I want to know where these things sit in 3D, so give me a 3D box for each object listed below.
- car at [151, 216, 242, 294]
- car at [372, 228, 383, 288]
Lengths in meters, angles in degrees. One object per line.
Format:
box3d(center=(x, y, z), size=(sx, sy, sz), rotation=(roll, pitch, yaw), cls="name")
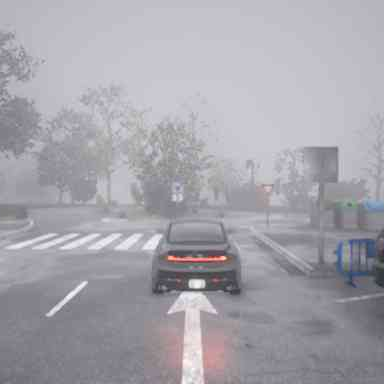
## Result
box3d(center=(0.093, 1.374, 8.422), size=(1.837, 1.490, 4.892), rotation=(0, 1, 0), cls="car")
box3d(center=(6.024, 1.140, 6.152), size=(5.566, 2.045, 2.435), rotation=(0, 1, -20), cls="car")
